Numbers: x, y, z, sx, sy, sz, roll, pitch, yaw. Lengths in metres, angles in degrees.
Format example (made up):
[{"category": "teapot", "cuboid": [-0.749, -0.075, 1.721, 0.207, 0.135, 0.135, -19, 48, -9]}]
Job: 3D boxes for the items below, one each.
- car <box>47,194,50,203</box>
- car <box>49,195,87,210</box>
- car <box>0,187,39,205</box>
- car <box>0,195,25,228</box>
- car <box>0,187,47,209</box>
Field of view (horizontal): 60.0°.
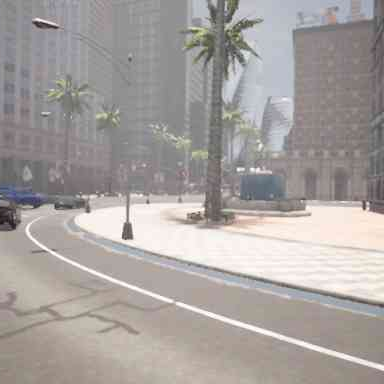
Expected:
[{"category": "car", "cuboid": [-18.460, 0.837, 40.017, 2.033, 1.411, 5.357, 1, 1, 17]}, {"category": "car", "cuboid": [-12.289, 1.013, 34.215, 1.994, 1.385, 4.181, 1, 0, 9]}, {"category": "car", "cuboid": [-21.810, 0.449, 40.985, 2.150, 2.045, 5.566, 1, 0, 17]}, {"category": "car", "cuboid": [-10.753, 1.112, 18.668, 1.882, 1.535, 5.008, 1, 0, -23]}, {"category": "car", "cuboid": [-16.239, 0.634, 31.050, 2.150, 2.045, 5.566, 1, 0, 2]}]
